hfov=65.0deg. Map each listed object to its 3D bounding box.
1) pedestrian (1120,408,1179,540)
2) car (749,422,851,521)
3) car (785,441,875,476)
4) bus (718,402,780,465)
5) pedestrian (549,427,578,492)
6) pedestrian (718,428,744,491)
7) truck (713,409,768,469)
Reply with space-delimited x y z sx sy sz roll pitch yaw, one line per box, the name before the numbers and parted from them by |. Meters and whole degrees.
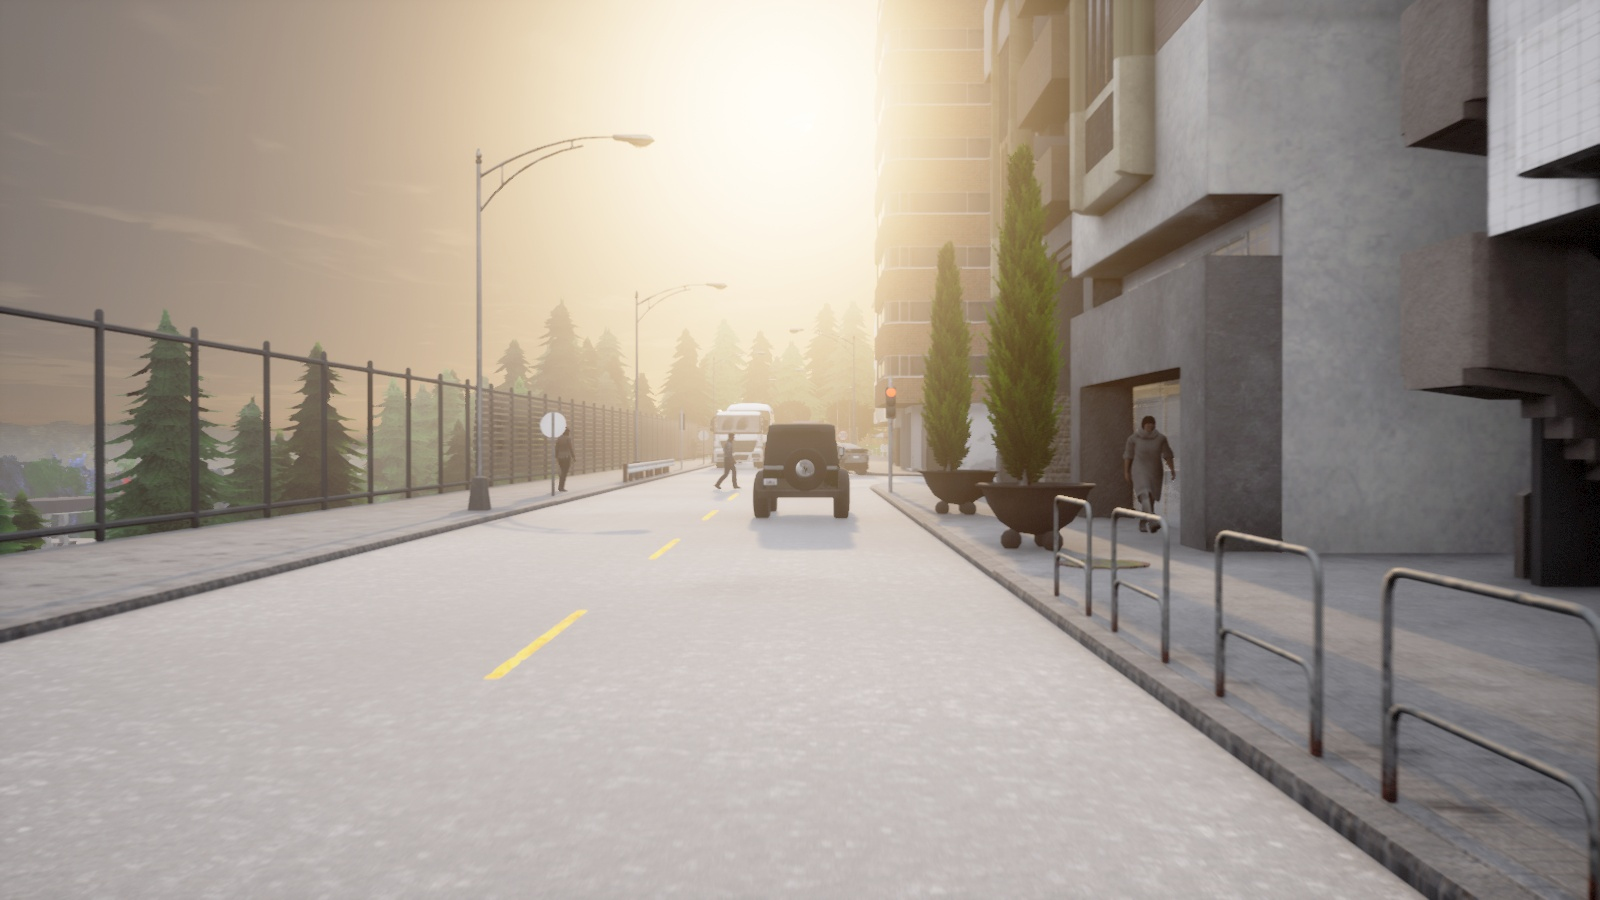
pedestrian | 5.298 0.353 19.097 0.659 1.952 0.873 0 0 1
car | 0.076 0.397 25.747 1.905 1.878 3.866 0 0 2
car | 1.331 0.368 57.865 2.007 1.525 4.514 0 0 -32
bus | -3.468 -1.134 88.928 3.944 4.253 10.273 0 0 0
pedestrian | -6.621 0.253 35.186 0.328 1.805 0.869 0 0 27
pedestrian | -2.138 0.291 38.945 0.788 1.949 0.423 0 0 0
truck | -3.543 -0.668 76.318 2.891 3.462 7.936 0 0 0
